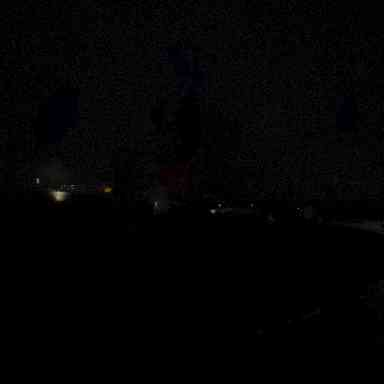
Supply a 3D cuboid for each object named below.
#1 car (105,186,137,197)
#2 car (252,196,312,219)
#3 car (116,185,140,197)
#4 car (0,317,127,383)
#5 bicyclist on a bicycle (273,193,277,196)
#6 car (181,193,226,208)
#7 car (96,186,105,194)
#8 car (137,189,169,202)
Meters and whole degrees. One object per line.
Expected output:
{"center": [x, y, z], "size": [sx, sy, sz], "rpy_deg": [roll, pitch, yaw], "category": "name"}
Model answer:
{"center": [-10.634, -0.004, 49.510], "size": [2.128, 1.511, 4.902], "rpy_deg": [1, 2, -34], "category": "car"}
{"center": [6.692, 1.079, 25.129], "size": [2.128, 1.511, 4.902], "rpy_deg": [1, 2, -35], "category": "car"}
{"center": [-10.455, -0.245, 54.243], "size": [2.097, 1.767, 4.553], "rpy_deg": [1, 2, -36], "category": "car"}
{"center": [-2.564, 1.491, 1.235], "size": [4.892, 1.490, 1.837], "rpy_deg": [1, 0, -35], "category": "car"}
{"center": [8.267, 0.899, 33.228], "size": [1.656, 1.620, 0.582], "rpy_deg": [1, 1, -36], "category": "bicyclist on a bicycle"}
{"center": [1.031, 0.773, 33.066], "size": [2.033, 1.411, 5.357], "rpy_deg": [1, 2, -36], "category": "car"}
{"center": [-16.380, -0.457, 62.533], "size": [1.882, 1.535, 5.008], "rpy_deg": [1, 1, -36], "category": "car"}
{"center": [-4.635, 0.398, 41.012], "size": [1.812, 1.442, 4.674], "rpy_deg": [1, 2, -35], "category": "car"}
